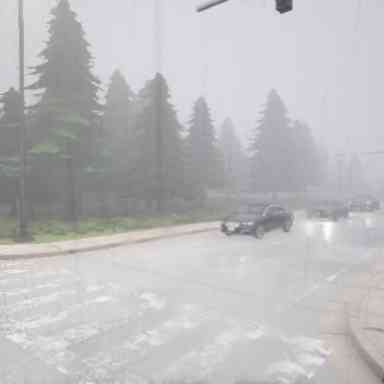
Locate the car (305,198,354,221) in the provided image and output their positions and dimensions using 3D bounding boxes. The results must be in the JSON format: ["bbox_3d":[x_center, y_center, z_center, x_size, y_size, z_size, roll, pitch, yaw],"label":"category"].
[{"bbox_3d":[9.763,1.261,23.900,1.994,1.385,4.181,0,1,41],"label":"car"}]

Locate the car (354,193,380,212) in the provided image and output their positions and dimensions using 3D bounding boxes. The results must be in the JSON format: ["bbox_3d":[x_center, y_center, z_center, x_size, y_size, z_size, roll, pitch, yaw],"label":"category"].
[{"bbox_3d":[16.262,0.919,31.511,2.097,1.767,4.553,0,1,39],"label":"car"}]

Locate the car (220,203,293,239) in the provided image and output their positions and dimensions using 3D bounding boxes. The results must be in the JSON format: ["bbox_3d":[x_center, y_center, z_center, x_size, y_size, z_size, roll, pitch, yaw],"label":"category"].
[{"bbox_3d":[3.293,1.317,16.350,2.128,1.511,4.902,0,1,41],"label":"car"}]
